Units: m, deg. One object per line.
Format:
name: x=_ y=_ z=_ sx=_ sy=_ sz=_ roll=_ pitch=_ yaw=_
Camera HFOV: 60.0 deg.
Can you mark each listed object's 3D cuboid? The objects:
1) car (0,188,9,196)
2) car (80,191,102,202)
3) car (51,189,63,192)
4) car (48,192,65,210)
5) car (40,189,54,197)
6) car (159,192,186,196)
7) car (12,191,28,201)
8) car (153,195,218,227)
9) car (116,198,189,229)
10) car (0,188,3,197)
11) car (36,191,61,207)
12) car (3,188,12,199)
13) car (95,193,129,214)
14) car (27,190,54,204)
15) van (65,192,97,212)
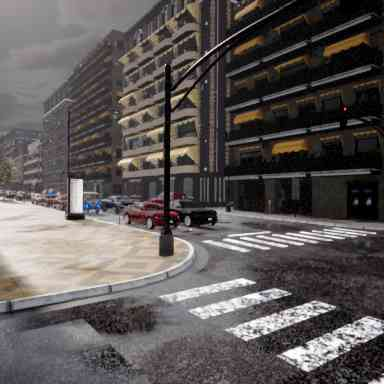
car: x=-42.413 y=-0.022 z=73.913 sx=2.192 sy=1.841 sz=5.009 roll=2 pitch=0 yaw=-36
car: x=-15.643 y=0.710 z=51.446 sx=1.967 sy=1.590 sz=4.097 roll=2 pitch=0 yaw=-36
car: x=-25.751 y=0.529 z=65.291 sx=1.752 sy=1.417 sz=4.829 roll=2 pitch=0 yaw=-36
car: x=-12.405 y=0.997 z=32.793 sx=1.887 sy=1.381 sz=4.507 roll=2 pitch=0 yaw=-36
car: x=-32.318 y=0.271 z=74.291 sx=1.967 sy=1.590 sz=4.097 roll=2 pitch=0 yaw=-36
car: x=-2.300 y=0.936 z=33.170 sx=2.192 sy=1.841 sz=5.009 roll=2 pitch=0 yaw=-36
car: x=-25.742 y=0.541 z=51.068 sx=1.967 sy=1.590 sz=4.097 roll=2 pitch=0 yaw=-36
car: x=-0.412 y=1.216 z=20.728 sx=1.882 sy=1.535 sz=5.008 roll=1 pitch=0 yaw=-35
car: x=-2.401 y=1.261 z=19.085 sx=1.887 sy=1.381 sz=4.507 roll=2 pitch=0 yaw=-36
car: x=-39.085 y=0.301 z=69.344 sx=2.008 sy=1.369 sz=4.403 roll=2 pitch=0 yaw=-36
car: x=-15.740 y=0.909 z=37.361 sx=1.887 sy=1.381 sz=4.507 roll=2 pitch=0 yaw=-36
car: x=-32.415 y=0.470 z=60.206 sx=1.887 sy=1.381 sz=4.507 roll=2 pitch=0 yaw=-36
car: x=-6.202 y=1.078 z=28.670 sx=2.128 sy=1.511 sz=4.902 roll=1 pitch=0 yaw=-36
car: x=-18.975 y=0.805 z=41.793 sx=1.752 sy=1.417 sz=4.829 roll=2 pitch=0 yaw=-36
van: x=-9.064 y=0.881 z=28.223 sx=1.690 sy=1.788 sz=3.998 roll=2 pitch=0 yaw=-36
